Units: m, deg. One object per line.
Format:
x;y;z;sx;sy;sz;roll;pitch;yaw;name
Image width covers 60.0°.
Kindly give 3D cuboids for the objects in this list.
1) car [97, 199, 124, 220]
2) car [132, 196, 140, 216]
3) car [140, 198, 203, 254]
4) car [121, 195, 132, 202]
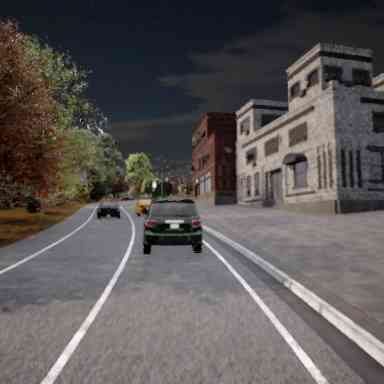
-6.924;1.543;27.851;1.895;1.301;4.718;1;0;-13;car
-4.471;1.461;32.227;1.882;1.535;5.008;1;0;-14;car
-0.916;1.241;13.886;2.150;2.045;5.566;1;0;-7;car
-13.322;1.321;69.139;1.895;1.301;4.718;0;0;2;car
